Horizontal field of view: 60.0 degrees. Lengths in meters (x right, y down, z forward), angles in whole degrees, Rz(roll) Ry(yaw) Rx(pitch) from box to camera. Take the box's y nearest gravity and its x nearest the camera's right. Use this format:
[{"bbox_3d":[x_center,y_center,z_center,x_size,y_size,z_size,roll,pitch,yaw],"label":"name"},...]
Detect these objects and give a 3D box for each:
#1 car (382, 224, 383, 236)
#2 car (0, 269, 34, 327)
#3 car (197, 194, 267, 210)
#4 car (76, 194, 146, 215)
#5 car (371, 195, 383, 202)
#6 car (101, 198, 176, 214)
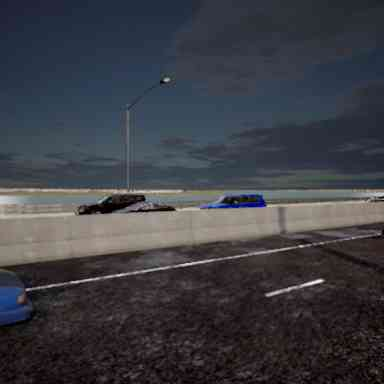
[{"bbox_3d":[10.801,1.486,15.674,4.181,1.385,1.994,0,0,-35],"label":"car"},{"bbox_3d":[-5.132,1.555,4.381,5.357,1.411,2.033,0,0,-36],"label":"car"},{"bbox_3d":[2.844,1.154,23.159,5.566,2.045,2.150,0,0,-35],"label":"car"},{"bbox_3d":[-5.954,1.180,25.515,5.566,2.045,2.150,0,0,-35],"label":"car"},{"bbox_3d":[28.550,1.244,49.496,5.008,1.535,1.882,-1,0,-34],"label":"car"},{"bbox_3d":[-3.360,1.447,23.061,4.902,1.511,2.128,0,0,-35],"label":"car"}]
